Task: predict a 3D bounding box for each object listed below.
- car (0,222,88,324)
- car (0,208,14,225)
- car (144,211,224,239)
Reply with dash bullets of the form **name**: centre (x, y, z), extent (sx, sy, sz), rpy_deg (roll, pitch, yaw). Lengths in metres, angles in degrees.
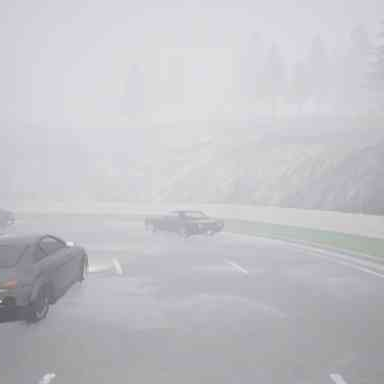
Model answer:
- **car**: centre (-3.627, 1.577, 7.141), extent (1.994, 1.385, 4.181), rpy_deg (0, 0, -4)
- **car**: centre (-13.217, 1.540, 19.777), extent (4.892, 1.490, 1.837), rpy_deg (0, -2, 2)
- **car**: centre (-0.613, 1.632, 17.688), extent (1.895, 1.301, 4.718), rpy_deg (0, 0, -40)
